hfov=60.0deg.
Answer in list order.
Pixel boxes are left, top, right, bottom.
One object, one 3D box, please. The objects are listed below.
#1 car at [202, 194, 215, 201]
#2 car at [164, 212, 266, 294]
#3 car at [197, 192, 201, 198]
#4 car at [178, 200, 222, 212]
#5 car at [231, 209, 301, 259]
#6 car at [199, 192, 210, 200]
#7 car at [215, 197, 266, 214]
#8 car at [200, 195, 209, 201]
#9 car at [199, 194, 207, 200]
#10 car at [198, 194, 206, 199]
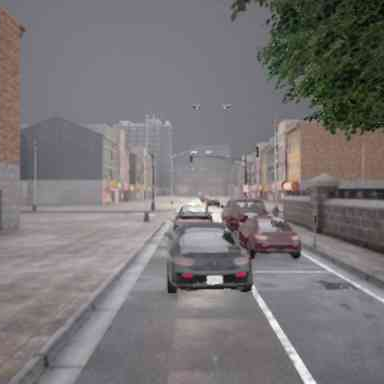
[{"bbox_3d":[2.671,1.300,43.902,1.887,1.381,4.507,1,0,0],"label":"car"},{"bbox_3d":[0.270,1.469,8.539,1.812,1.442,4.674,0,0,-4],"label":"car"},{"bbox_3d":[2.685,0.986,65.650,2.192,1.841,5.009,1,0,0],"label":"car"},{"bbox_3d":[0.087,1.388,16.363,2.128,1.511,4.902,0,0,0],"label":"car"},{"bbox_3d":[2.652,1.504,12.023,1.802,1.307,4.206,1,0,0],"label":"car"},{"bbox_3d":[2.680,1.235,60.214,1.887,1.381,4.507,1,0,0],"label":"car"},{"bbox_3d":[2.658,1.205,17.470,2.192,1.841,5.009,1,0,0],"label":"car"},{"bbox_3d":[2.686,1.235,71.089,1.802,1.307,4.206,0,0,0],"label":"car"},{"bbox_3d":[2.693,1.204,81.963,1.802,1.307,4.206,0,0,0],"label":"car"},{"bbox_3d":[2.696,1.159,87.401,2.008,1.369,4.403,0,0,0],"label":"car"}]
